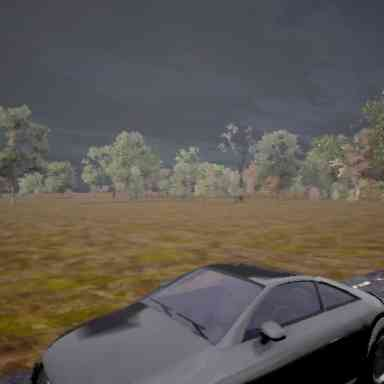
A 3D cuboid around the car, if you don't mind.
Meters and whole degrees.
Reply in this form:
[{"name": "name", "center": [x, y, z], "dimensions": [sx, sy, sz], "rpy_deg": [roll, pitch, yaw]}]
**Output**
[{"name": "car", "center": [0.503, 1.562, 3.738], "dimensions": [4.181, 1.385, 1.994], "rpy_deg": [0, 0, -36]}]
